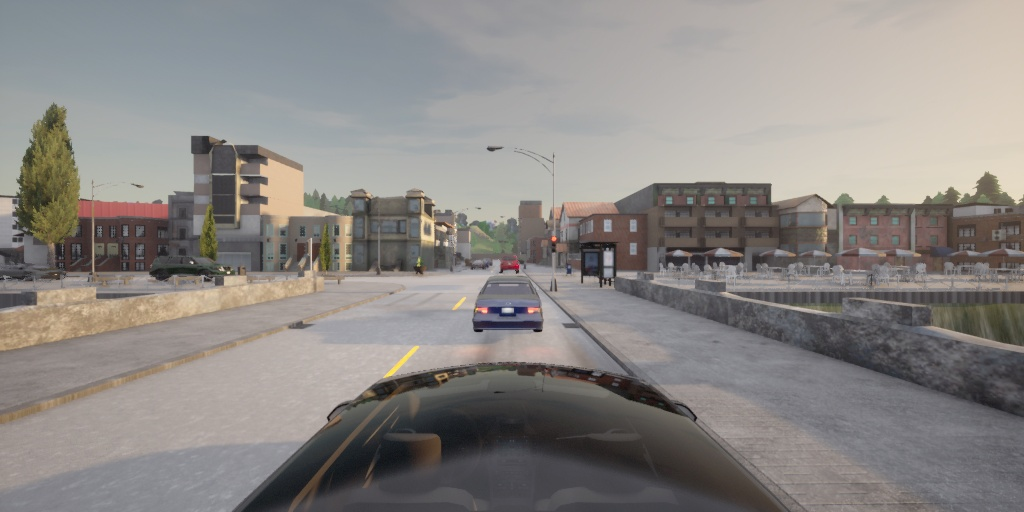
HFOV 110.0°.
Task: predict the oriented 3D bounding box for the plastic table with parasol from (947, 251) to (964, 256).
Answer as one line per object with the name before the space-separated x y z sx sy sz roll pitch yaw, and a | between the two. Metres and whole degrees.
plastic table with parasol | 46.169 0.675 36.452 2.482 2.480 2.482 0 0 -1

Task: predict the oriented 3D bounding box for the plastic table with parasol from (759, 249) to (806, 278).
plastic table with parasol | 22.454 0.675 30.378 2.482 2.480 2.482 0 0 -1

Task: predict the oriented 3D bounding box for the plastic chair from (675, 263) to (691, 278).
plastic chair | 15.329 1.279 32.025 0.750 1.272 0.730 0 0 -1

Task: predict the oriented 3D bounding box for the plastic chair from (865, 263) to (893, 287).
plastic chair | 23.363 1.279 22.841 0.750 1.272 0.730 0 0 -1

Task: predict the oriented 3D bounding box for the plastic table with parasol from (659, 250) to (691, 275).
plastic table with parasol | 15.431 0.675 33.307 2.482 2.480 2.482 0 0 -1

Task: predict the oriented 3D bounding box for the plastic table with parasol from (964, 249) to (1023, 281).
plastic table with parasol | 37.391 0.675 27.254 2.482 2.480 2.482 0 0 -1

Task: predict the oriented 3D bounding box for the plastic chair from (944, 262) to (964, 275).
plastic chair | 44.967 1.279 36.554 0.730 1.272 0.750 0 0 -1

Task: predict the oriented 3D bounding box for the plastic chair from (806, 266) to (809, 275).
plastic chair | 28.285 1.279 35.213 0.730 1.272 0.750 0 0 -1

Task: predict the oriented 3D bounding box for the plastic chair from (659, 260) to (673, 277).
plastic chair | 14.209 1.279 33.409 0.730 1.272 0.750 0 0 -1

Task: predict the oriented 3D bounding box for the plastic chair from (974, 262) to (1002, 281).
plastic chair | 36.262 1.279 27.325 0.730 1.272 0.750 0 0 -1

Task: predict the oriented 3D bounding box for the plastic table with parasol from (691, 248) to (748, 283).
plastic table with parasol | 14.794 0.675 25.477 2.482 2.480 2.482 0 0 -1

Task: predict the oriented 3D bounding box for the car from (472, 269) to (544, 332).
car | -0.104 1.297 10.772 2.033 1.411 5.357 0 0 0

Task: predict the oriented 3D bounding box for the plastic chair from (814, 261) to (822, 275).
plastic chair | 29.405 1.279 33.829 0.750 1.272 0.730 0 0 -1

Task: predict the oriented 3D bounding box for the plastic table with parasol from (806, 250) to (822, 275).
plastic table with parasol | 29.714 0.675 35.204 2.482 2.480 2.482 0 0 -1

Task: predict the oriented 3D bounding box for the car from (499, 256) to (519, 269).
car | -0.357 0.971 42.924 2.150 2.045 5.566 0 0 -2

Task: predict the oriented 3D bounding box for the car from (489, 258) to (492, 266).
car | -4.979 1.227 61.637 1.882 1.535 5.008 0 0 -1

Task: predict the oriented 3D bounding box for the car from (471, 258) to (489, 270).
car | -4.866 1.276 52.399 1.812 1.442 4.674 0 0 1

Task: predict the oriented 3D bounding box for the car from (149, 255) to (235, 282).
car | -25.228 0.971 28.382 5.566 2.045 2.150 0 0 -1

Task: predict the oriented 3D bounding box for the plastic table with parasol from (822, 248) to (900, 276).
plastic table with parasol | 23.443 0.675 24.192 2.482 2.480 2.482 0 0 -1

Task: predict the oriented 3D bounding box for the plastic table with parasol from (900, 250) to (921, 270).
plastic table with parasol | 30.097 0.675 28.118 2.482 2.480 2.482 0 0 -1

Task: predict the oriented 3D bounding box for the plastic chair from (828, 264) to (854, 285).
plastic chair | 22.243 1.279 24.224 0.730 1.272 0.750 0 0 -1

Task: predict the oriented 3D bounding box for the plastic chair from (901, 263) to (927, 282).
plastic chair | 30.106 1.279 26.838 0.750 1.272 0.730 0 0 -1

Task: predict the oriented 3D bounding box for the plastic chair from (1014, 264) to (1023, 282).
plastic chair | 37.420 1.279 25.944 0.750 1.272 0.730 0 0 -1

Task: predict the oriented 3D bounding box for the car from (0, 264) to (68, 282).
car | -37.907 1.314 28.208 4.181 1.385 1.994 0 0 -1

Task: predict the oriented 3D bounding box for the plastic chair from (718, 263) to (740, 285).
plastic chair | 14.642 1.279 24.215 0.750 1.272 0.730 0 0 -1

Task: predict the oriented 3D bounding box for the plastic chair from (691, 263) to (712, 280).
plastic chair | 13.522 1.279 25.599 0.730 1.272 0.750 0 0 -1

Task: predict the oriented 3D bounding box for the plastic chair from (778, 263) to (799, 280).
plastic chair | 22.373 1.279 29.027 0.750 1.272 0.730 0 0 -1

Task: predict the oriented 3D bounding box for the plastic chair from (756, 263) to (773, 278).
plastic chair | 21.253 1.279 30.411 0.730 1.272 0.750 0 0 -1
